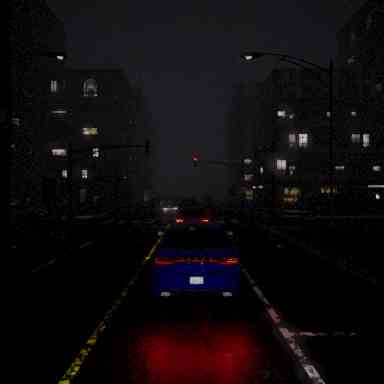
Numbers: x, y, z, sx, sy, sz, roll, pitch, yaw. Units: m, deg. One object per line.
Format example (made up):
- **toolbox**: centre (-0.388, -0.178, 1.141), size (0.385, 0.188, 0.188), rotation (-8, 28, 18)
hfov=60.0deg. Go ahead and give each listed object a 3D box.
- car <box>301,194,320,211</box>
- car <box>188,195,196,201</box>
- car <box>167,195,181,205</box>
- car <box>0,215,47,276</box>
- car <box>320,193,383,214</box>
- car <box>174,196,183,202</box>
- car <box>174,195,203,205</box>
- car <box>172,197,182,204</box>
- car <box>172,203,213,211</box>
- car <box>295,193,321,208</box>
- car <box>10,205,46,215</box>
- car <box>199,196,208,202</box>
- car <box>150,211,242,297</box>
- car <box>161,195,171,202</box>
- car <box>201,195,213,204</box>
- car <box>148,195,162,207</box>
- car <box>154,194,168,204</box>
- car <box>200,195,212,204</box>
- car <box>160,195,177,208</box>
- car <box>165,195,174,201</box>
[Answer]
- **car**: centre (14.738, 1.211, 35.609), size (4.892, 1.490, 1.837), rotation (-1, 0, -1)
- **car**: centre (-0.114, 1.586, 90.527), size (2.128, 1.511, 4.902), rotation (0, 0, 0)
- **car**: centre (-3.153, 1.381, 58.689), size (2.097, 1.767, 4.553), rotation (0, 0, 0)
- **car**: centre (-5.753, 1.584, 9.812), size (1.802, 1.307, 4.206), rotation (0, 0, 0)
- **car**: centre (14.656, 1.034, 29.800), size (5.009, 1.841, 2.192), rotation (-1, 1, -1)
- **car**: centre (-3.101, 1.635, 78.537), size (1.895, 1.301, 4.718), rotation (0, 0, 0)
- **car**: centre (-0.369, 1.494, 42.503), size (1.882, 1.535, 5.008), rotation (1, 0, 13)
- **car**: centre (-3.097, 1.638, 68.198), size (1.895, 1.301, 4.718), rotation (0, 0, 0)
- **car**: centre (0.075, 1.530, 17.949), size (1.812, 1.442, 4.674), rotation (0, 0, 1)
- **car**: centre (14.511, 1.022, 38.178), size (5.009, 1.841, 2.192), rotation (-1, 1, -1)
- **car**: centre (-16.716, 1.894, 32.094), size (4.718, 1.301, 1.895), rotation (-1, 0, -1)
- **car**: centre (2.595, 1.625, 74.579), size (1.802, 1.307, 4.206), rotation (0, 0, 0)
- **car**: centre (0.092, 1.479, 8.608), size (1.882, 1.535, 5.008), rotation (0, 0, 0)
- **car**: centre (-5.785, 1.484, 74.566), size (1.967, 1.590, 4.097), rotation (0, 0, 0)
- **car**: centre (2.616, 1.468, 57.531), size (1.967, 1.590, 4.097), rotation (0, 0, 0)
- **car**: centre (-5.756, 1.590, 51.836), size (1.947, 1.339, 4.313), rotation (0, 0, 0)
- **car**: centre (-5.771, 1.348, 63.201), size (2.192, 1.841, 5.009), rotation (0, 0, 0)
- **car**: centre (2.609, 1.473, 63.214), size (1.967, 1.590, 4.097), rotation (0, 0, 0)
- **car**: centre (-3.142, 1.569, 49.207), size (2.033, 1.411, 5.357), rotation (0, 0, -1)
- **car**: centre (-5.800, 1.496, 85.931), size (1.967, 1.590, 4.097), rotation (0, 0, 0)
